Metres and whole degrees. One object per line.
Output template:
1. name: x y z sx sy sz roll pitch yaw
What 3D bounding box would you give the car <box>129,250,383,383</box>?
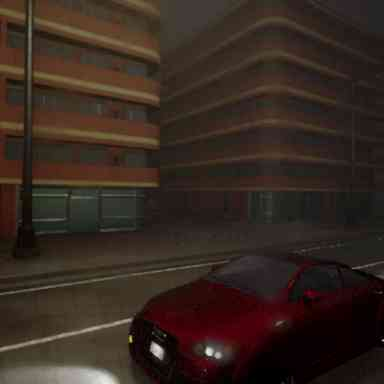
1. car: 1.235 1.613 4.870 4.181 1.385 1.994 1 -1 -36
